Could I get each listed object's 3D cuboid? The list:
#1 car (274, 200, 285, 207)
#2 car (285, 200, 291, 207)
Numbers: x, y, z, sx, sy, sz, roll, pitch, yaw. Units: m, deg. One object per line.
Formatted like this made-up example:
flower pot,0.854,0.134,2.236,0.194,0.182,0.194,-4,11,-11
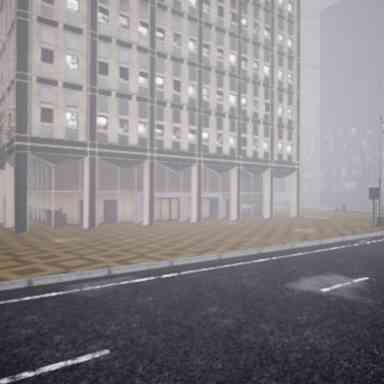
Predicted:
car,17.579,2.408,72.185,2.033,1.411,5.357,0,-1,-9
car,20.553,2.392,72.588,2.128,1.511,4.902,0,-1,-9
